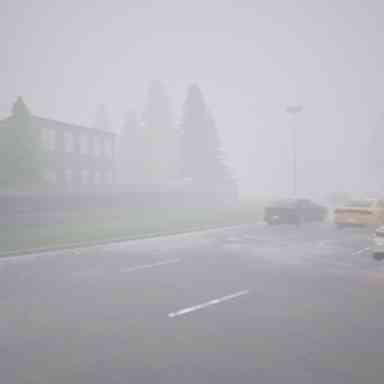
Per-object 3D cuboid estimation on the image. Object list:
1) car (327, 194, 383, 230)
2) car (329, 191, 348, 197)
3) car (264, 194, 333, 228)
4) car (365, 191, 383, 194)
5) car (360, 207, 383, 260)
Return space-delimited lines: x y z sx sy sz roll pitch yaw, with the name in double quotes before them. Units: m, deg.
"car" 8.936 1.065 16.977 1.882 1.535 5.008 0 1 43
"car" 17.466 0.586 39.978 2.128 1.511 4.902 -1 1 10
"car" 6.006 1.096 18.971 1.882 1.535 5.008 0 1 43
"car" 20.574 0.591 37.725 1.812 1.442 4.674 -1 1 12
"car" 7.019 1.247 10.084 4.674 1.442 1.812 -2 1 -43
